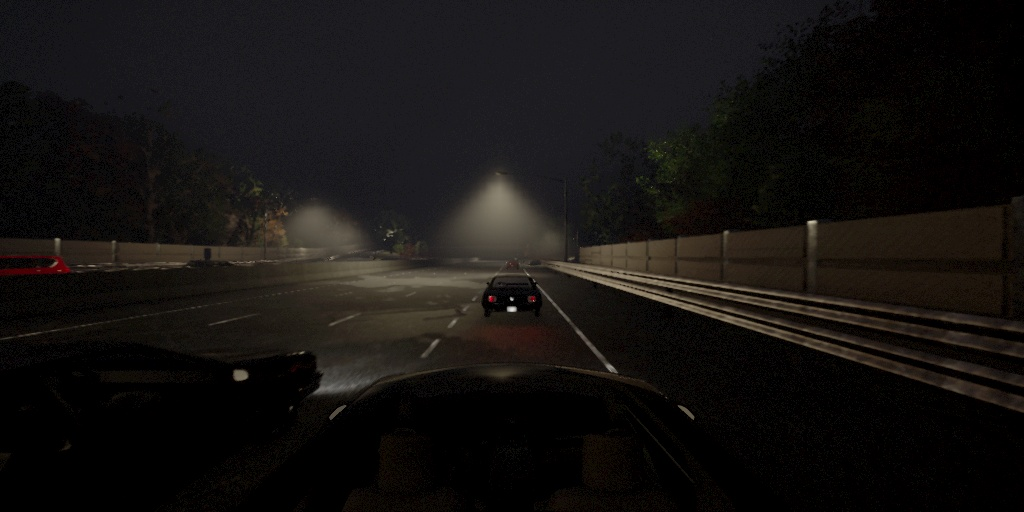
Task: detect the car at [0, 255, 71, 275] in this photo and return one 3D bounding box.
[{"bbox_3d":[-24.591,0.970,16.746,2.150,2.045,5.566,0,0,0],"label":"car"}]

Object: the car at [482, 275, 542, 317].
[{"bbox_3d":[0.002,1.345,13.175,1.895,1.301,4.718,0,0,0],"label":"car"}]

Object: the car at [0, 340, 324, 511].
[{"bbox_3d":[-3.400,1.297,2.253,2.033,1.411,5.357,0,0,0],"label":"car"}]

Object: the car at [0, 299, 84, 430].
[{"bbox_3d":[-6.901,1.298,2.246,2.033,1.411,5.357,0,0,0],"label":"car"}]

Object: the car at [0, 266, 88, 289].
[{"bbox_3d":[-31.558,1.350,23.529,1.895,1.301,4.718,0,0,0],"label":"car"}]

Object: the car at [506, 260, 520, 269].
[{"bbox_3d":[0.187,1.297,55.797,1.812,1.442,4.674,0,0,3],"label":"car"}]

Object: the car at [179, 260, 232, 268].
[{"bbox_3d":[-21.072,1.100,24.334,2.097,1.767,4.553,0,0,0],"label":"car"}]
